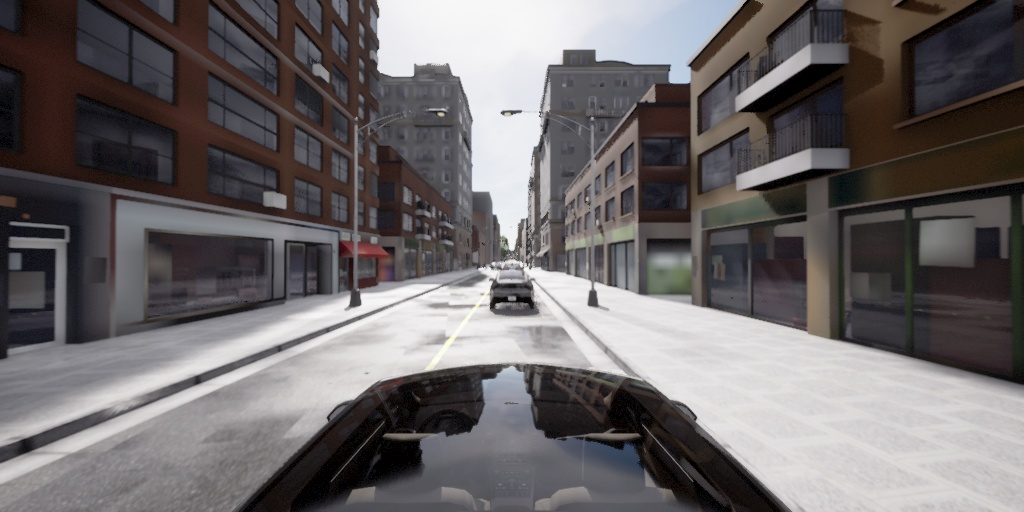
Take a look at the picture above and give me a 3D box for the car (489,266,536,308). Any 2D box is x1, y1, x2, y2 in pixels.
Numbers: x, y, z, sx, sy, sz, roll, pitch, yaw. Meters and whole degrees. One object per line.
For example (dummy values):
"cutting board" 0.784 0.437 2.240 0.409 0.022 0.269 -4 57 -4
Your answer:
"car" 0.011 1.398 16.159 1.837 1.490 4.892 0 0 0

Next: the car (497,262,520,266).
"car" 0.018 1.389 30.930 2.097 1.767 4.553 0 -1 0
